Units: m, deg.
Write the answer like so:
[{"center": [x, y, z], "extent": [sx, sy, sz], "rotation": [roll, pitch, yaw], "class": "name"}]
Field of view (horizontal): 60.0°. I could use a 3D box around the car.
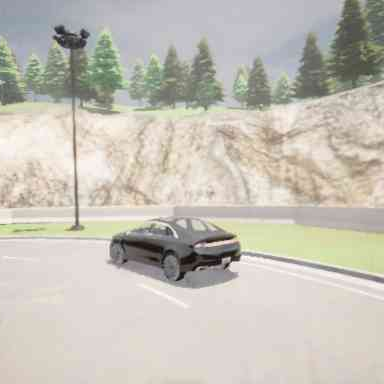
[{"center": [-0.734, 1.504, 9.958], "extent": [2.128, 1.511, 4.902], "rotation": [-1, 0, -40], "class": "car"}]
